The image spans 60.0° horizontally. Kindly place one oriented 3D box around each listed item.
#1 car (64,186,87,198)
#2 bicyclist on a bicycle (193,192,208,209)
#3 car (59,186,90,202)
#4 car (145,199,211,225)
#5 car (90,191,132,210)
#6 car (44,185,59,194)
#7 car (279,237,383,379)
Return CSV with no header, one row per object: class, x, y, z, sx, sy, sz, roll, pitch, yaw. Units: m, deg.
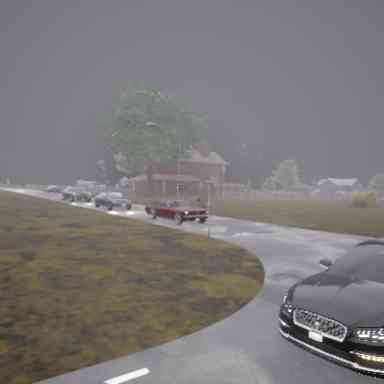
car,-16.419,-0.032,46.736,1.812,1.442,4.674,1,1,-36
bicyclist on a bicycle,0.768,0.853,27.895,1.656,1.620,0.582,1,1,-36
car,-12.563,0.137,36.279,2.097,1.767,4.553,1,2,-36
car,-0.947,1.118,19.994,1.895,1.301,4.718,1,2,-36
car,-6.725,0.674,28.091,1.812,1.442,4.674,1,2,-36
car,-24.190,-0.479,57.605,1.812,1.442,4.674,1,1,-36
car,3.531,1.583,5.560,4.892,1.490,1.837,1,0,-35
